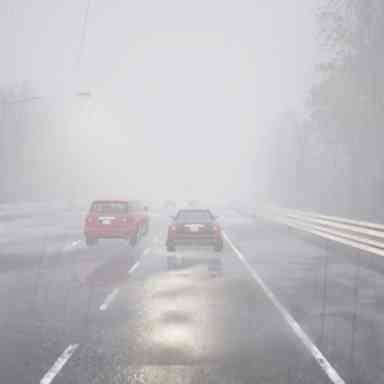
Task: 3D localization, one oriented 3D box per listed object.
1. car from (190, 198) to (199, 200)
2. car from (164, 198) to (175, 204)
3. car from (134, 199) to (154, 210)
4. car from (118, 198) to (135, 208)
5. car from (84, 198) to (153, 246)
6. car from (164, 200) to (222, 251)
[{"bbox_3d":[0.375,1.772,52.653,1.837,1.490,4.892,0,0,2],"label":"car"},{"bbox_3d":[-3.427,1.772,52.576,1.837,1.490,4.892,0,0,0],"label":"car"},{"bbox_3d":[-6.924,1.793,48.532,2.033,1.411,5.357,0,0,0],"label":"car"},{"bbox_3d":[-10.426,1.746,53.265,1.882,1.535,5.008,0,0,0],"label":"car"},{"bbox_3d":[-3.408,1.303,15.965,2.150,2.045,5.566,0,0,0],"label":"car"},{"bbox_3d":[0.092,1.425,14.618,2.097,1.767,4.553,0,0,0],"label":"car"}]
